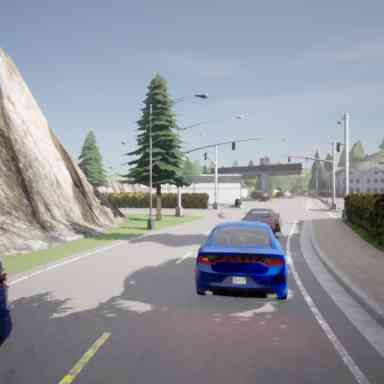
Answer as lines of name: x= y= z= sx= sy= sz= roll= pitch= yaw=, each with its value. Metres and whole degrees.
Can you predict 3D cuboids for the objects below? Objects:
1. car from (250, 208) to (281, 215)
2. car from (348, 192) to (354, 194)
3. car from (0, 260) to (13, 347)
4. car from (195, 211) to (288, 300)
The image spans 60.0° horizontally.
car: x=3.720 y=1.556 z=17.739 sx=1.994 sy=1.385 sz=4.181 roll=0 pitch=0 yaw=17
car: x=40.304 y=1.041 z=83.012 sx=3.866 sy=1.878 sz=1.905 roll=0 pitch=0 yaw=19
car: x=-3.327 y=1.221 z=1.681 sx=2.150 sy=2.045 sz=5.566 roll=0 pitch=0 yaw=4
car: x=1.304 y=1.474 z=8.552 sx=1.882 sy=1.535 sz=5.008 roll=0 pitch=0 yaw=10
